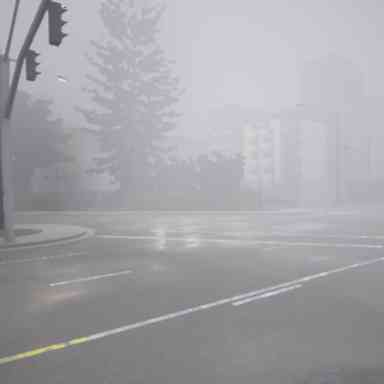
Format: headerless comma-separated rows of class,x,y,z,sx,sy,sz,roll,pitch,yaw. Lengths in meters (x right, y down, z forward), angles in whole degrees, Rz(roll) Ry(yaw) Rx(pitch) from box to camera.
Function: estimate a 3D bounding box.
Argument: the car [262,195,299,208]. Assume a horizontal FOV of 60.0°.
car,9.722,1.026,37.733,1.895,1.301,4.718,-2,1,-35
